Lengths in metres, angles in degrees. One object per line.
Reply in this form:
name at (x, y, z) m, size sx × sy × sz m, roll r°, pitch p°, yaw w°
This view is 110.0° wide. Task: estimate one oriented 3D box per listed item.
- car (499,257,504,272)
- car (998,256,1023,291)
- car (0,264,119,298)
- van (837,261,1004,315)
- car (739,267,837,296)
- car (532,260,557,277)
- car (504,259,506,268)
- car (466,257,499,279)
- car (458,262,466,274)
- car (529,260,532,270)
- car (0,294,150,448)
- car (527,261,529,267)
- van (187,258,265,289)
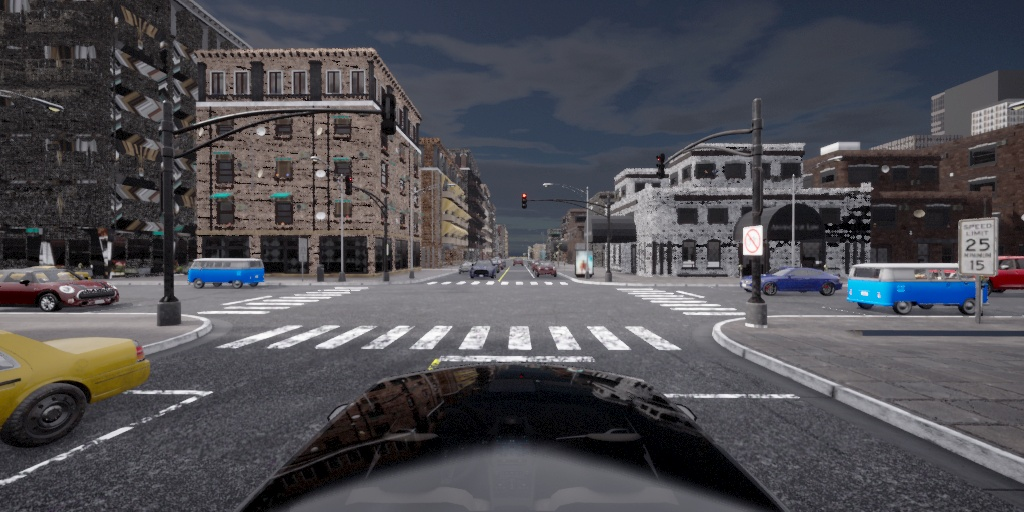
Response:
car at (-2.395, 1.254, 42.954) m, size 2.128 × 1.511 × 4.902 m, roll 0°, pitch 0°, yaw 1°
car at (25.250, 1.022, 18.892) m, size 5.566 × 2.045 × 2.150 m, roll 0°, pitch 0°, yaw 0°
car at (-17.526, 1.190, 13.523) m, size 4.097 × 1.591 × 1.967 m, roll 0°, pitch 0°, yaw 1°
van at (14.851, 1.156, 13.208) m, size 3.998 × 1.789 × 1.690 m, roll 0°, pitch 0°, yaw 1°
car at (14.691, 1.298, 18.993) m, size 4.674 × 1.442 × 1.812 m, roll 0°, pitch 0°, yaw 2°
car at (3.259, 1.195, 35.111) m, size 1.967 × 1.591 × 4.097 m, roll 0°, pitch 0°, yaw 1°
car at (-2.217, 1.297, 53.014) m, size 1.812 × 1.442 × 4.674 m, roll 0°, pitch 0°, yaw 1°
car at (-2.573, 1.105, 32.616) m, size 2.097 × 1.767 × 4.553 m, roll 0°, pitch 0°, yaw 1°
car at (-5.023, 1.311, 40.939) m, size 2.007 × 1.370 × 4.403 m, roll 0°, pitch 0°, yaw 1°
car at (3.454, 1.347, 46.503) m, size 1.802 × 1.307 × 4.207 m, roll 0°, pitch 0°, yaw 1°
car at (-5.680, 1.275, 2.623) m, size 1.751 × 1.417 × 4.829 m, roll 0°, pitch 0°, yaw 1°
car at (3.552, 1.321, 52.199) m, size 2.007 × 1.370 × 4.403 m, roll 0°, pitch 0°, yaw 1°
van at (-17.426, 1.030, 21.903) m, size 3.998 × 1.789 × 1.690 m, roll 0°, pitch 0°, yaw 1°
